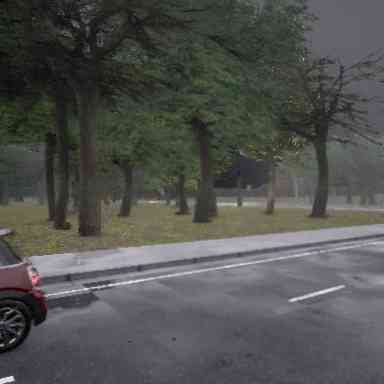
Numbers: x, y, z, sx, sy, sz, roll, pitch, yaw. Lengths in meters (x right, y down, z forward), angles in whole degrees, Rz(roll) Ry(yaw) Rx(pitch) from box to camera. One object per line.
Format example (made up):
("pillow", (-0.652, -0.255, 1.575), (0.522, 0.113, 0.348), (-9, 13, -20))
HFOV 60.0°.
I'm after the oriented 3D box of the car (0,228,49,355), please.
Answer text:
("car", (-4.493, 1.339, 4.471), (4.553, 1.767, 2.097), (1, 0, -35))
